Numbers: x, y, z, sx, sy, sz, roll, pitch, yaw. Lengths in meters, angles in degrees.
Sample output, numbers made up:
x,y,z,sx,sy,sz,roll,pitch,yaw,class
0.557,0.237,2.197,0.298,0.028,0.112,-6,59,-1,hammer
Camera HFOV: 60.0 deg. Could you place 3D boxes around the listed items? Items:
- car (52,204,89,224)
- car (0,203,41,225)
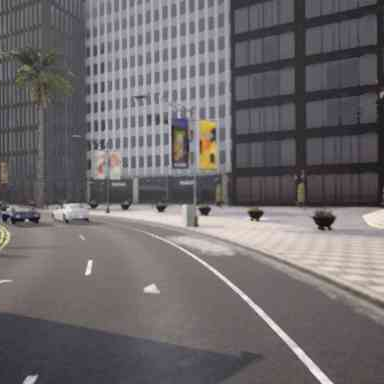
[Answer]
x,y,z,sx,sy,sz,roll,pitch,yaw,class
-9.754,1.674,26.711,1.812,1.442,4.674,0,-1,-38,car
-13.352,1.783,25.744,1.895,1.301,4.718,0,0,-40,car
